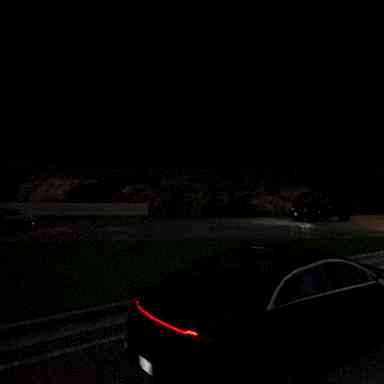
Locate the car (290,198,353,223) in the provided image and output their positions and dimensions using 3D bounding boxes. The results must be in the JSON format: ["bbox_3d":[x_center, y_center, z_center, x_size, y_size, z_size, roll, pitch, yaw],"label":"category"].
[{"bbox_3d":[11.184,1.504,28.594,5.566,2.045,2.150,1,0,-21],"label":"car"}]

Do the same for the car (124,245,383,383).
[{"bbox_3d":[1.466,1.535,4.793,4.902,1.511,2.128,1,0,-37],"label":"car"}]

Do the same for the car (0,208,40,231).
[{"bbox_3d":[-12.100,1.643,20.462,4.718,1.301,1.895,1,0,-8],"label":"car"}]
